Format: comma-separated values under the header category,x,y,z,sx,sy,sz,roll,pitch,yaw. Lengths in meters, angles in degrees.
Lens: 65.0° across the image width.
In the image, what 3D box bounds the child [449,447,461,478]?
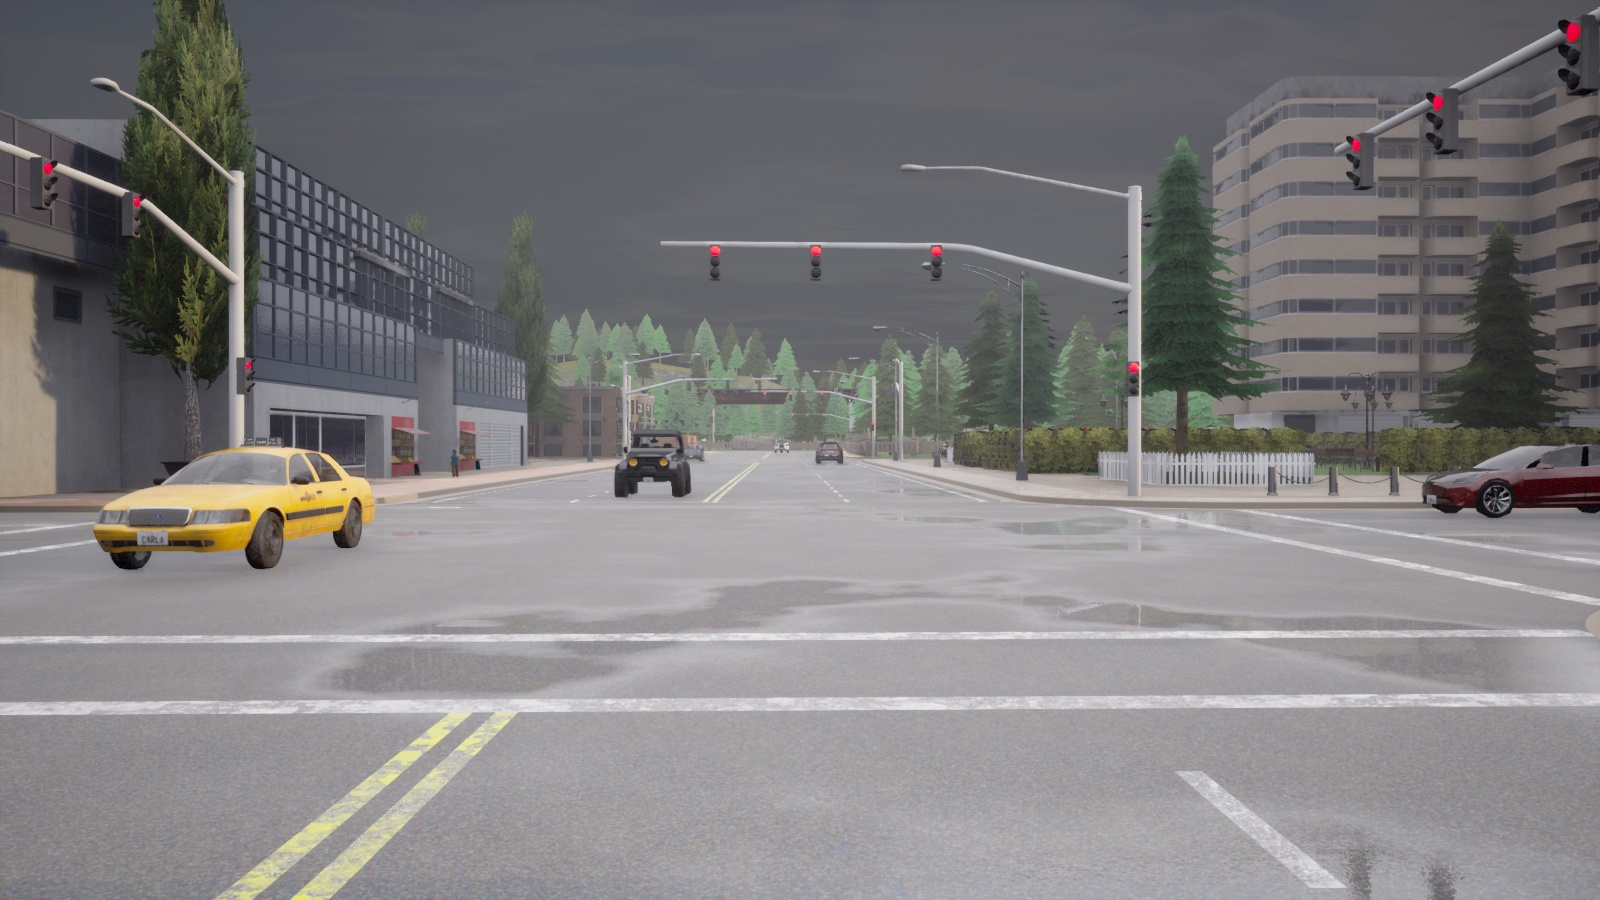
category,x,y,z,sx,sy,sz,roll,pitch,yaw
child,-13.426,0.498,48.854,0.343,1.192,0.448,0,0,-3

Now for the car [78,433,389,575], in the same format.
category,x,y,z,sx,sy,sz,roll,pitch,yaw
car,-7.188,0.585,16.676,1.801,1.575,5.366,0,0,-1

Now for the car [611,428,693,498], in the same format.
category,x,y,z,sx,sy,sz,roll,pitch,yaw
car,-4.103,0.340,35.326,1.905,1.878,3.866,0,0,-1

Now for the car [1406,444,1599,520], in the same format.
category,x,y,z,sx,sy,sz,roll,pitch,yaw
car,15.302,0.614,25.652,4.792,1.488,2.163,0,0,-1

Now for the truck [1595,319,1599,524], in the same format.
category,x,y,z,sx,sy,sz,roll,pitch,yaw
truck,19.204,-0.528,22.210,8.468,3.827,2.891,0,0,-1

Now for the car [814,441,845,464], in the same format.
category,x,y,z,sx,sy,sz,roll,pitch,yaw
car,2.115,0.165,90.991,2.033,1.649,4.856,0,0,-1
